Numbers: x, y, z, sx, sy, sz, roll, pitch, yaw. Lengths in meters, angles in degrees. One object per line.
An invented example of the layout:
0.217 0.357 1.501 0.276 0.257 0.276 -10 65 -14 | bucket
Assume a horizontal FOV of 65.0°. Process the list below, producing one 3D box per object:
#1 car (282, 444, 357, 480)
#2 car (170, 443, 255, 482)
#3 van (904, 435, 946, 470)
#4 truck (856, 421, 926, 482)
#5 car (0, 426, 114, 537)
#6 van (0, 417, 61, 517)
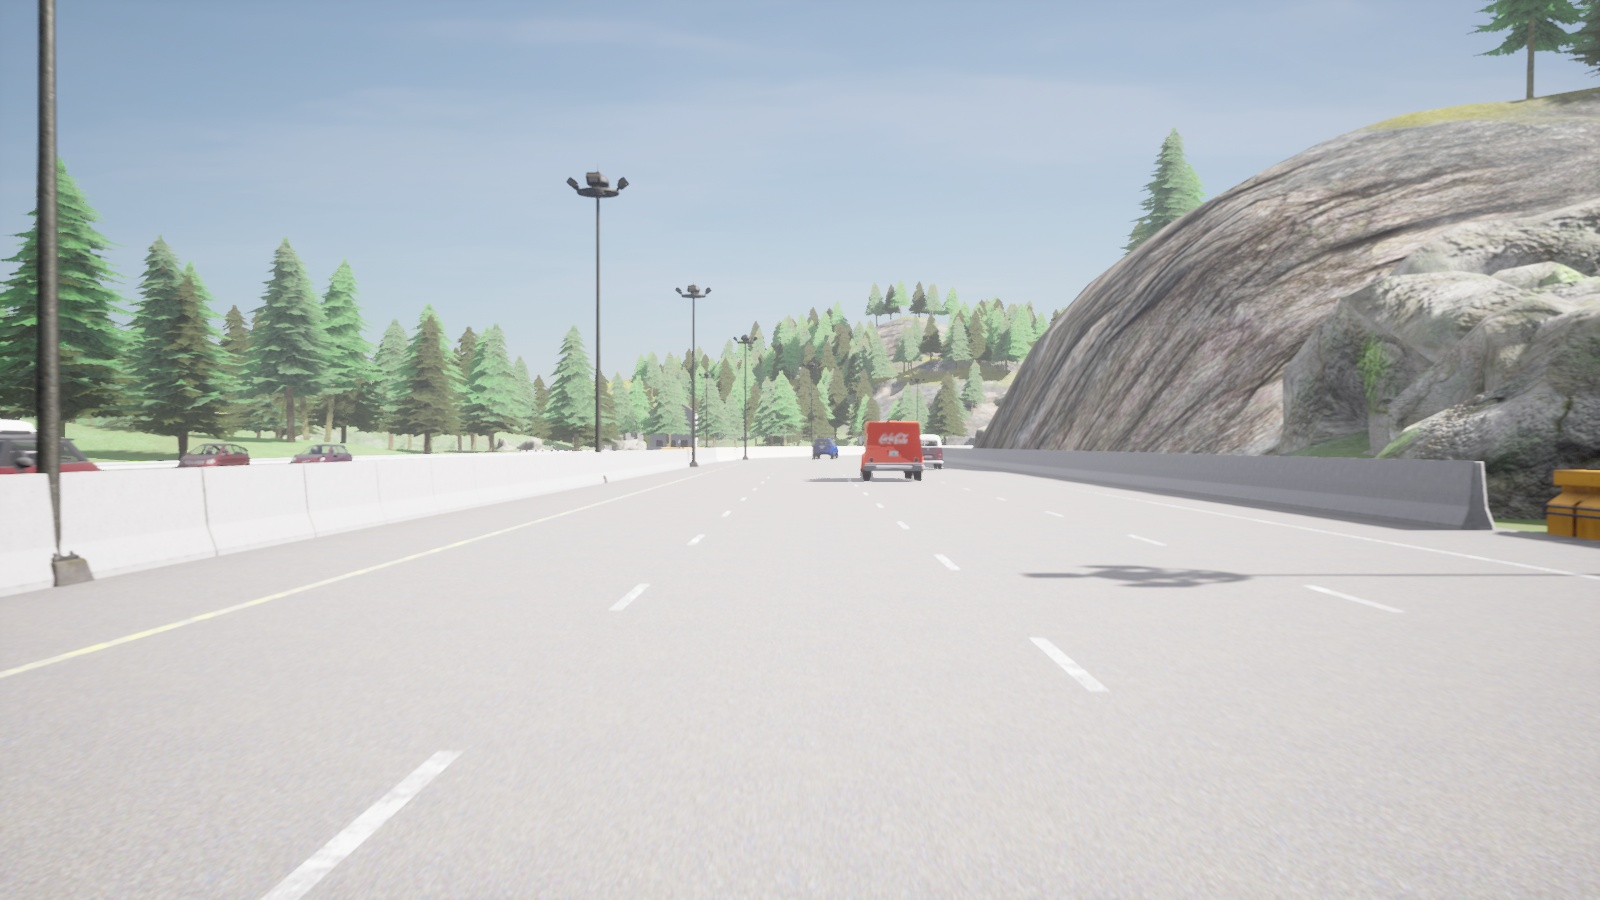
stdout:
-20.676 0.502 54.171 1.845 1.501 3.633 0 0 0 | car
-24.189 0.474 51.850 1.789 1.549 3.705 0 0 0 | car
7.443 0.141 74.945 2.069 2.038 4.480 0 0 0 | van
3.821 0.027 53.538 2.627 2.467 5.204 0 0 0 | truck
-13.864 0.499 21.173 2.097 1.767 4.553 0 0 0 | car
-17.339 0.342 25.462 2.069 2.038 4.480 0 0 0 | van
